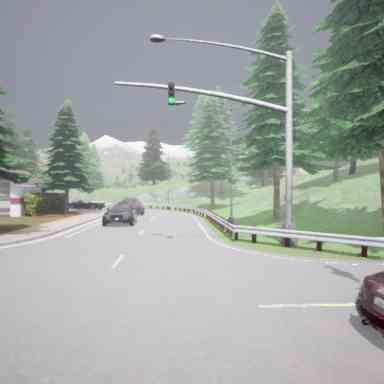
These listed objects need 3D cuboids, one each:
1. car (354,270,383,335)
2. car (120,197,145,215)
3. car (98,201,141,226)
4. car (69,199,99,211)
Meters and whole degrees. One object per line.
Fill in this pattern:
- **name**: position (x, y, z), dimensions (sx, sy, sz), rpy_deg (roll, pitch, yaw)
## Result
- **car**: position (4.769, 1.630, 4.975), dimensions (4.181, 1.385, 1.994), rpy_deg (1, 0, -3)
- **car**: position (-6.109, 1.303, 32.764), dimensions (2.097, 1.767, 4.553), rpy_deg (0, 0, -21)
- **car**: position (-4.914, 1.528, 23.011), dimensions (1.994, 1.385, 4.181), rpy_deg (0, 0, -4)
- **car**: position (-12.965, 1.543, 40.253), dimensions (4.718, 1.301, 1.895), rpy_deg (0, 0, 12)
